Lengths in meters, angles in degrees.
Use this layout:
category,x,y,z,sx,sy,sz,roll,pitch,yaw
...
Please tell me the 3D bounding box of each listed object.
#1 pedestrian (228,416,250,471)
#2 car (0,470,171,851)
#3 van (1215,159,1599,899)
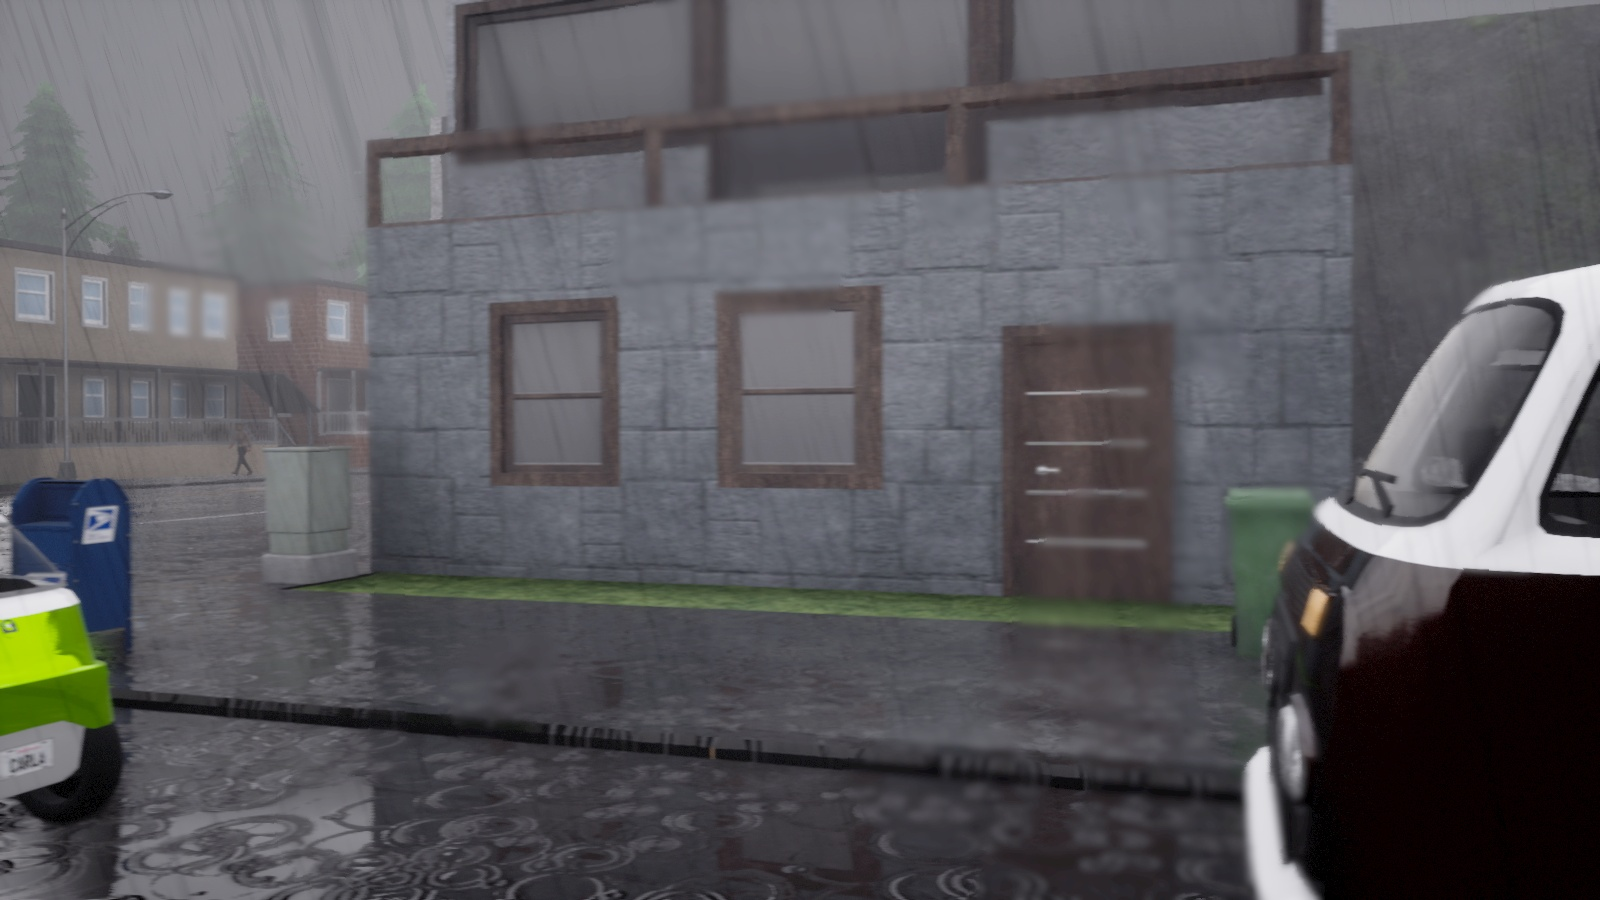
category,x,y,z,sx,sy,sz,roll,pitch,yaw
pedestrian,-18.908,-0.213,42.353,0.331,1.846,0.634,1,1,18
car,-3.994,0.785,5.061,2.207,1.376,1.481,1,1,19
van,3.237,0.520,2.628,4.480,2.038,2.069,1,1,19
